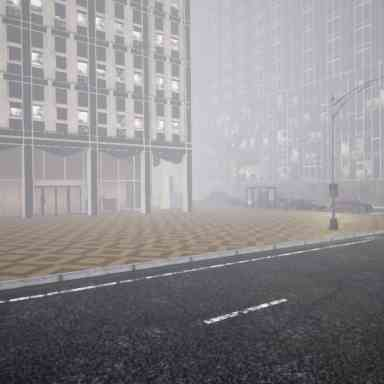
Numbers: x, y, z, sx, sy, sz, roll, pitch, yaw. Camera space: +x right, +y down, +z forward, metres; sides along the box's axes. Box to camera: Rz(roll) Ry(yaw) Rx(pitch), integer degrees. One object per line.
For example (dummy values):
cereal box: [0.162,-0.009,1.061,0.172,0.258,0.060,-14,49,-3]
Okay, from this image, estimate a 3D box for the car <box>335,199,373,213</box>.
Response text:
car: [16.820,1.407,35.348,1.994,1.385,4.181,-1,1,-34]

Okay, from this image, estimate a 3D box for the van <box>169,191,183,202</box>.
van: [-3.167,0.937,60.080,1.690,1.788,3.998,0,1,-34]

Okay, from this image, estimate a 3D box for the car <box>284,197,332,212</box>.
car: [12.733,1.423,36.530,1.947,1.339,4.313,0,1,-34]

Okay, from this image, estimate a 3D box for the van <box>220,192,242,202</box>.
van: [6.958,0.855,60.103,1.690,1.788,3.998,0,1,-34]

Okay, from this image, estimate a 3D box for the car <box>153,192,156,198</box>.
car: [-9.050,0.686,83.584,1.967,1.590,4.097,0,1,-34]

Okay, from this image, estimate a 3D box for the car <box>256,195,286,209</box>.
car: [9.546,1.387,41.238,1.802,1.307,4.206,0,1,-34]

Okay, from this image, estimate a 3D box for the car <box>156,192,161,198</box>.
car: [-5.848,0.614,78.887,2.192,1.841,5.009,0,1,-34]

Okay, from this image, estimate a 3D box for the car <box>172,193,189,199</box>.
car: [-2.646,0.935,74.194,1.802,1.307,4.206,0,1,-34]

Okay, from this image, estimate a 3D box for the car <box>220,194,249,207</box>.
car: [6.392,1.319,45.966,1.947,1.339,4.313,0,1,-34]

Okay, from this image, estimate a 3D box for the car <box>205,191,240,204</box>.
car: [4.933,0.873,52.797,2.150,2.045,5.566,-1,1,-34]

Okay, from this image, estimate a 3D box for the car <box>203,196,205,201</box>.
car: [3.757,1.043,64.802,1.802,1.307,4.206,0,1,-34]

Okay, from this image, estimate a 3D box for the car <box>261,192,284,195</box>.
car: [10.962,0.971,43.937,2.150,2.045,5.566,-1,1,-34]
